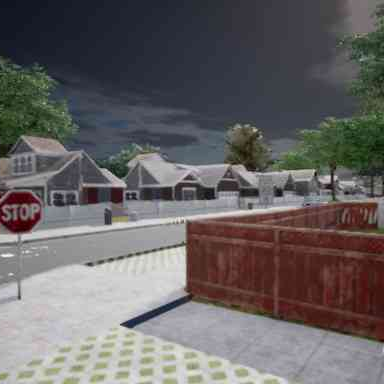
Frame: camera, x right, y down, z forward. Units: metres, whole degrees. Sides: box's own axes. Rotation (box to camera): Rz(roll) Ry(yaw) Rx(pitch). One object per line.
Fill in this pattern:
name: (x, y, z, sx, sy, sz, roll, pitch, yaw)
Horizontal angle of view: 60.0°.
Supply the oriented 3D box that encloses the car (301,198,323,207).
car: (16.319, 1.558, 45.206, 1.994, 1.385, 4.181, -1, 0, 36)
